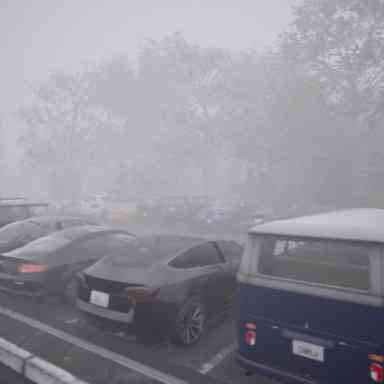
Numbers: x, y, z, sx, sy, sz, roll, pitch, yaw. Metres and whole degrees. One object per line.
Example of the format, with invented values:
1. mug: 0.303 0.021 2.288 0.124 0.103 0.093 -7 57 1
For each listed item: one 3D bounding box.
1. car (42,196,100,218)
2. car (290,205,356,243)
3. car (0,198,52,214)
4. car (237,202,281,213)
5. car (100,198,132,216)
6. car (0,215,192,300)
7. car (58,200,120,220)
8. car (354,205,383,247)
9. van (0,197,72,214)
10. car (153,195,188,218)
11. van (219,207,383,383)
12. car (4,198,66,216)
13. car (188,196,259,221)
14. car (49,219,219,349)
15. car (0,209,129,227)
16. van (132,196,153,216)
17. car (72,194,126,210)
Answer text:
1. car: -11.016 1.309 30.506 2.185 1.767 4.553 0 0 35
2. car: 7.052 1.549 17.581 2.163 1.488 4.792 0 0 35
3. car: -17.816 1.396 35.312 2.231 1.521 4.892 0 0 35
4. car: 4.817 1.544 19.242 2.163 1.488 4.792 0 0 35
5. car: -4.139 1.471 25.805 1.946 1.575 5.366 0 0 35
6. car: -2.253 1.554 8.182 2.002 1.452 4.674 0 0 35
7. car: -8.788 1.477 28.848 2.163 1.488 4.792 0 0 35
8. car: 9.435 1.513 16.149 1.946 1.575 5.366 0 0 35
9. van: -6.756 1.275 11.531 1.878 1.987 4.442 0 0 35
10. car: 0.294 1.249 22.459 2.435 2.045 5.566 0 0 35
11. van: 2.388 1.287 5.027 1.878 1.987 4.442 0 0 35
12. car: -15.664 1.405 33.547 1.946 1.575 5.366 0 0 35
13. car: 2.524 1.257 20.803 2.435 2.045 5.566 0 0 35
14. car: 0.053 1.546 6.580 2.163 1.488 4.792 0 0 35
15. car: -4.532 1.509 9.814 2.231 1.521 4.892 0 0 35
16. van: -1.917 1.261 24.140 1.878 1.987 4.442 0 0 35
17. car: -6.491 1.210 27.285 2.435 2.045 5.566 0 0 35
